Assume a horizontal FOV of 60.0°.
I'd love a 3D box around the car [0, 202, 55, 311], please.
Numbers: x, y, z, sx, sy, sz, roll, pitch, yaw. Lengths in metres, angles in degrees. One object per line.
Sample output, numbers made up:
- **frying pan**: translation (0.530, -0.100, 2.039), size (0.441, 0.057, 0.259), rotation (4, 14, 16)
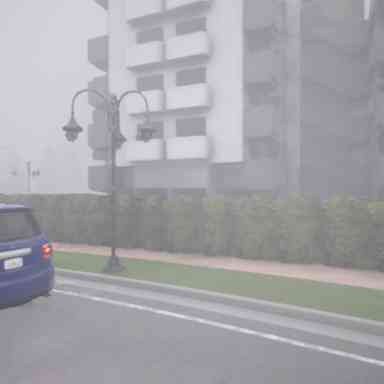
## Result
- **car**: translation (-5.183, 1.210, 6.391), size (5.566, 2.045, 2.150), rotation (0, 0, 27)
